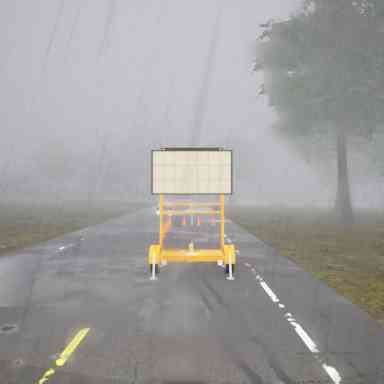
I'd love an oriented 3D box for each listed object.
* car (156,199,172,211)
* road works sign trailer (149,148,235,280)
[{"bbox_3d":[-3.734,1.730,44.991,1.812,1.442,4.674,0,0,-1],"label":"car"},{"bbox_3d":[-0.003,0.478,10.004,2.380,3.560,2.880,0,0,0],"label":"road works sign trailer"}]
